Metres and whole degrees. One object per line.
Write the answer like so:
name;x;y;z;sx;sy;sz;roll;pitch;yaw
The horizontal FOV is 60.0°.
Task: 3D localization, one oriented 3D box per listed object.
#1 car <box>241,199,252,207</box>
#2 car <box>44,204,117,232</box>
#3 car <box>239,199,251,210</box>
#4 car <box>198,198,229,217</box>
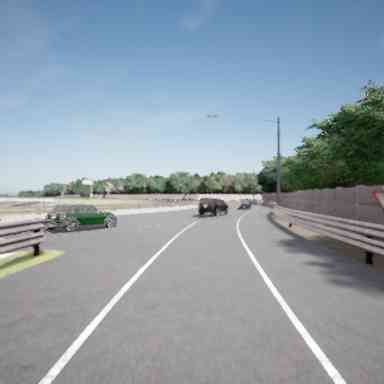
car;12.116;2.429;74.655;2.097;1.767;4.553;0;-1;5
car;-7.038;1.530;21.573;2.097;1.767;4.553;0;-1;35
car;9.439;2.354;58.731;1.812;1.442;4.674;0;-1;14
car;2.519;1.710;38.306;2.150;2.045;5.566;0;-1;24
